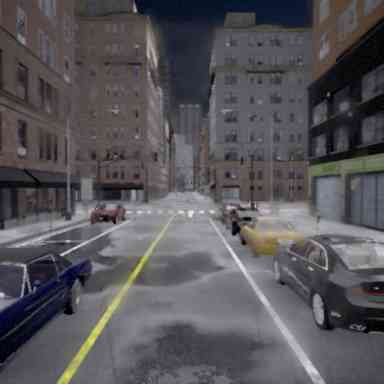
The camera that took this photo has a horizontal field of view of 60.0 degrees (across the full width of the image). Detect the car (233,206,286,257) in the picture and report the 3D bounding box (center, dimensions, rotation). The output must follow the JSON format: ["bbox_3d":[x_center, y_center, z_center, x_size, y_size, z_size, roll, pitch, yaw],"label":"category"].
[{"bbox_3d":[2.814,1.456,12.397,1.752,1.417,4.829,-1,0,0],"label":"car"}]

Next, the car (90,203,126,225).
[{"bbox_3d":[-5.781,1.433,23.357,1.887,1.381,4.507,-1,0,0],"label":"car"}]

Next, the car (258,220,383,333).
[{"bbox_3d":[2.840,1.511,6.642,2.008,1.369,4.403,-1,0,0],"label":"car"}]

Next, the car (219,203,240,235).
[{"bbox_3d":[2.790,1.468,17.813,1.947,1.339,4.313,-1,0,0],"label":"car"}]

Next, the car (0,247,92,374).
[{"bbox_3d":[-3.017,1.582,4.777,1.895,1.301,4.718,0,0,0],"label":"car"}]
